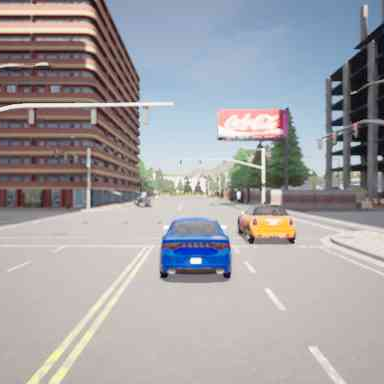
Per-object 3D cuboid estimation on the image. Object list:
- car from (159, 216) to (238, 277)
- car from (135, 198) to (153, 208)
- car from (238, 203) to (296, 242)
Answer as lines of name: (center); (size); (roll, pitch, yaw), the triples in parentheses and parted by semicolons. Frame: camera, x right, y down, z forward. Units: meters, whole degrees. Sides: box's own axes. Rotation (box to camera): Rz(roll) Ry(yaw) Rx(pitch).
car: (0.092, 1.493, 10.332); (1.882, 1.535, 5.008); (0, 0, 0)
car: (-7.123, 1.598, 49.605); (1.812, 1.442, 4.674); (0, 0, 0)
car: (3.534, 1.376, 16.527); (2.097, 1.767, 4.553); (0, 0, 0)
